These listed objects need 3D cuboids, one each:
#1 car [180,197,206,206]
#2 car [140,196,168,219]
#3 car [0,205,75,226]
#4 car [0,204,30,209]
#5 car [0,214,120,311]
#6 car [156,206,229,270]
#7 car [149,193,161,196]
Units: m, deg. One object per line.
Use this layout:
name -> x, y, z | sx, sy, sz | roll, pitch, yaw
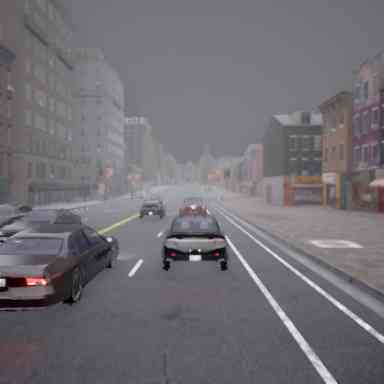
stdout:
car -> 0.090, 1.199, 27.373 | 2.097, 1.767, 4.553 | 0, 0, 0
car -> -3.158, 1.349, 27.764 | 1.837, 1.490, 4.892 | 0, 0, 0
car -> -6.600, 1.473, 15.254 | 2.033, 1.411, 5.357 | 0, 0, 0
car -> -9.851, 1.417, 17.870 | 1.837, 1.490, 4.892 | 0, 0, 0
car -> -3.165, 1.507, 7.948 | 2.033, 1.411, 5.357 | 0, 0, 0
car -> 0.090, 1.439, 10.855 | 2.128, 1.511, 4.902 | 0, 0, 0
car -> -6.503, 0.938, 59.123 | 1.837, 1.490, 4.892 | 0, 1, 0
